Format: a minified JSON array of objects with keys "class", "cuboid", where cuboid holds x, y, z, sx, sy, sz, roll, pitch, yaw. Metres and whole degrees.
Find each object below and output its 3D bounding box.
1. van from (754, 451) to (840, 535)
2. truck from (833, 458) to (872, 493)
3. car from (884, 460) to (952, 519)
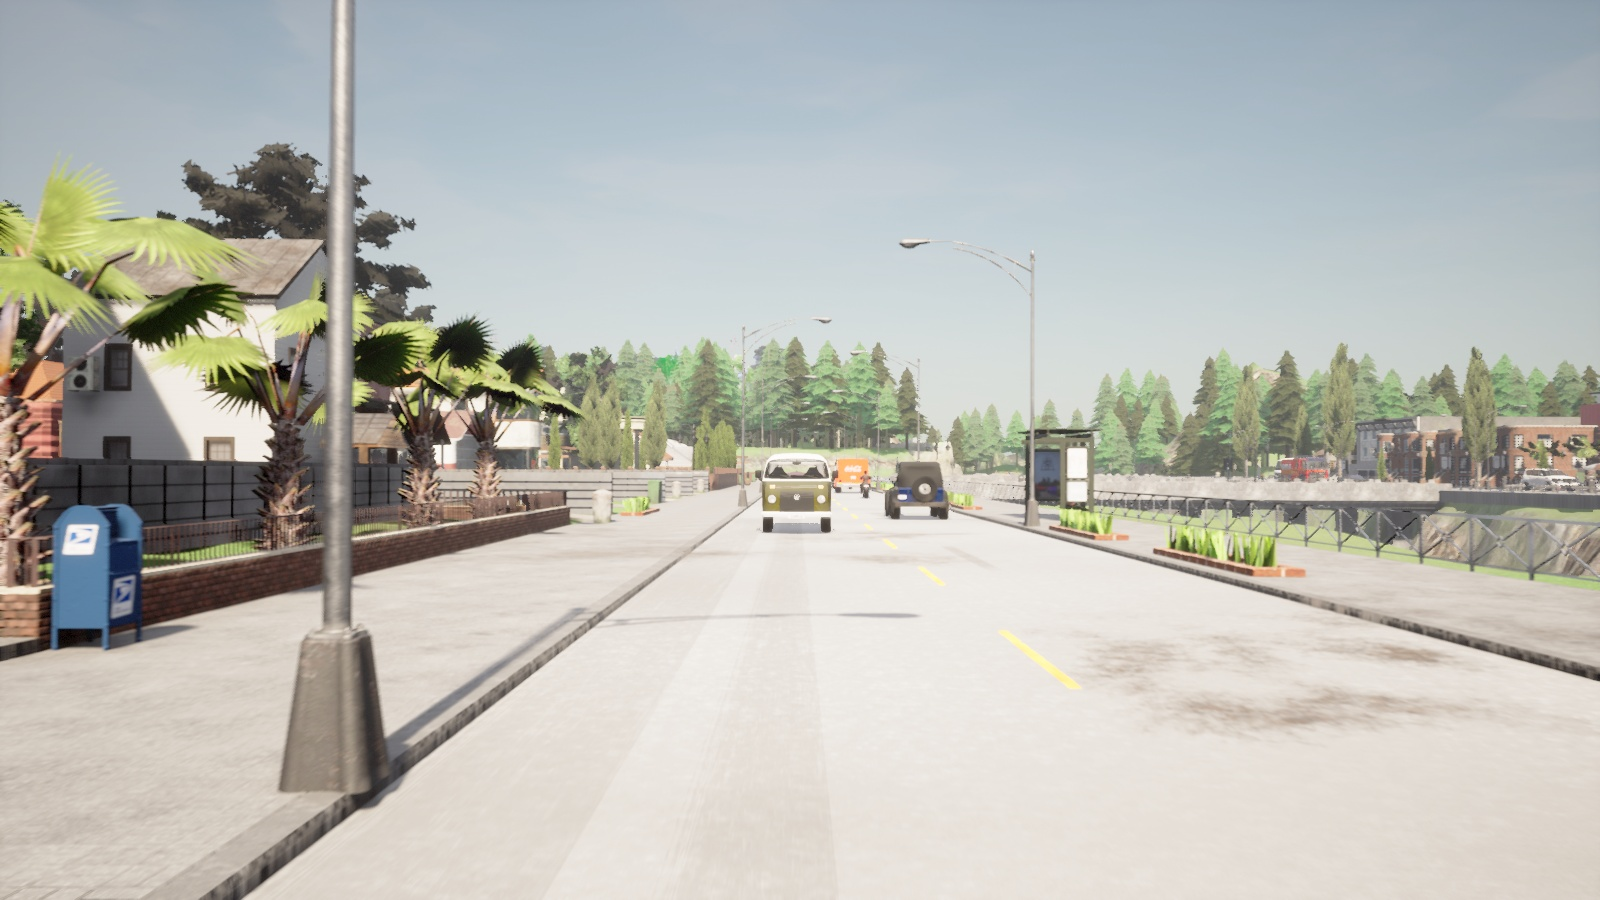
[{"class":"van","cuboid":[-0.078,1.087,32.778,2.069,2.038,4.480,0,-1,0]},{"class":"truck","cuboid":[3.783,1.848,91.716,2.627,2.467,5.204,0,-1,0]},{"class":"car","cuboid":[3.901,1.301,42.187,1.905,1.878,3.866,0,-1,0]}]
